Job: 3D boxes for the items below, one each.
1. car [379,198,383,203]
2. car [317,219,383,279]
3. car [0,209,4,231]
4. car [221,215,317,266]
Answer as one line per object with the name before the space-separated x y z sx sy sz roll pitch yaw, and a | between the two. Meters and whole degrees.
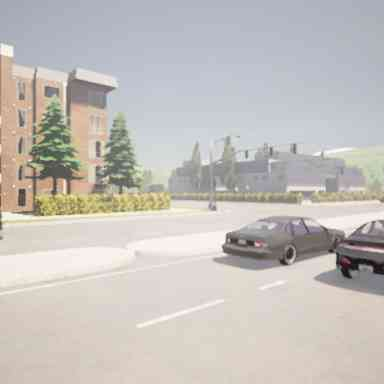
car | 36.763 1.490 62.200 4.718 1.301 1.895 0 0 -41
car | 5.671 1.476 8.932 4.902 1.511 2.128 0 0 -41
car | -11.239 1.217 14.249 5.566 2.045 2.150 0 0 -41
car | 3.395 1.531 11.592 5.357 1.411 2.033 0 0 -41
